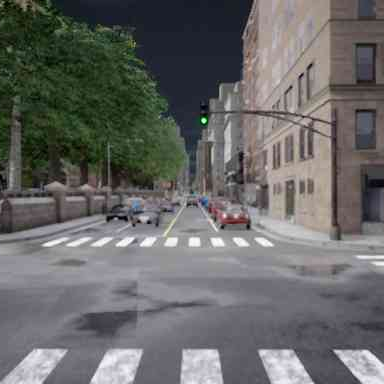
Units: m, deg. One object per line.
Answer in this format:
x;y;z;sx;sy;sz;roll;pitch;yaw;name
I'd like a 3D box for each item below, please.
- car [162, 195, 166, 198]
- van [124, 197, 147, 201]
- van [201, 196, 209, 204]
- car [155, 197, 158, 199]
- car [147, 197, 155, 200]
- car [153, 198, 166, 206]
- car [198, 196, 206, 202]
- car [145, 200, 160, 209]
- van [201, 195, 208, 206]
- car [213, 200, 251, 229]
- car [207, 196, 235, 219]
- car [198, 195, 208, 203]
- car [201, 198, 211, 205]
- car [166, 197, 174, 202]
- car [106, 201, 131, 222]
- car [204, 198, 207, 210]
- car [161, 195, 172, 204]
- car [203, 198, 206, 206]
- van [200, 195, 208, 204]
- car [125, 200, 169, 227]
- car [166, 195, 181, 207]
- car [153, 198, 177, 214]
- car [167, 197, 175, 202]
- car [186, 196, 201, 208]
-5.813;1.699;54.700;1.967;1.590;4.097;0;0;0;car
-5.829;1.498;33.071;1.690;1.788;3.998;0;0;0;van
2.725;1.676;70.906;1.690;1.788;3.998;0;0;0;van
-5.821;1.523;43.886;2.192;1.841;5.009;0;0;0;car
-5.826;1.622;38.478;1.967;1.590;4.097;0;0;0;car
-5.809;1.829;60.107;1.887;1.381;4.507;0;0;0;car
2.742;1.874;92.538;1.967;1.590;4.097;0;0;0;car
-5.818;1.815;49.292;1.802;1.307;4.206;0;0;0;car
2.713;1.599;54.681;1.690;1.788;3.998;0;0;0;van
2.687;1.545;22.232;1.967;1.590;4.097;0;0;0;car
2.692;1.446;27.640;2.192;1.841;5.009;0;0;0;car
2.734;1.700;81.723;2.192;1.841;5.009;0;0;0;car
2.720;1.875;65.496;1.947;1.339;4.313;0;0;0;car
-5.788;1.954;87.143;1.887;1.381;4.507;0;0;0;car
-5.834;1.697;27.663;1.947;1.339;4.313;0;0;0;car
2.700;1.726;38.456;1.887;1.381;4.507;0;0;0;car
-5.796;1.675;76.329;2.192;1.841;5.009;0;0;0;car
2.704;1.789;43.864;1.802;1.307;4.206;0;0;0;car
2.729;1.701;76.314;1.690;1.788;3.998;0;0;0;van
-3.077;1.604;23.812;2.128;1.511;4.902;0;0;0;car
-2.966;1.746;56.757;1.882;1.535;5.008;0;-1;0;car
-3.057;1.743;37.928;1.994;1.385;4.181;0;0;0;car
-5.784;1.985;92.550;2.008;1.369;4.403;0;0;0;car
0.042;1.756;53.245;1.837;1.490;4.892;0;0;0;car
